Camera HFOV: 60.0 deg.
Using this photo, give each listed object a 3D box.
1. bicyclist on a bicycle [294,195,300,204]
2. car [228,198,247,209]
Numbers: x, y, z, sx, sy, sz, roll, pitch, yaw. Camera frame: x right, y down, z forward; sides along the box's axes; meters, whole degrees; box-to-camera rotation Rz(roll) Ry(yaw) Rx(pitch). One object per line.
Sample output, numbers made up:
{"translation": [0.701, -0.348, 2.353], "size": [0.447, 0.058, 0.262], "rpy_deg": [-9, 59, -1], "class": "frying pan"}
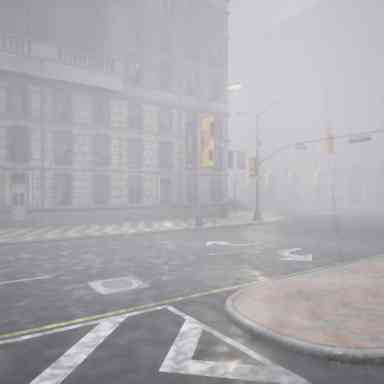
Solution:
{"translation": [18.027, 1.298, 57.169], "size": [1.656, 1.620, 0.582], "rpy_deg": [0, 0, -35], "class": "bicyclist on a bicycle"}
{"translation": [5.226, 1.490, 44.098], "size": [2.128, 1.511, 4.902], "rpy_deg": [0, 0, -35], "class": "car"}
